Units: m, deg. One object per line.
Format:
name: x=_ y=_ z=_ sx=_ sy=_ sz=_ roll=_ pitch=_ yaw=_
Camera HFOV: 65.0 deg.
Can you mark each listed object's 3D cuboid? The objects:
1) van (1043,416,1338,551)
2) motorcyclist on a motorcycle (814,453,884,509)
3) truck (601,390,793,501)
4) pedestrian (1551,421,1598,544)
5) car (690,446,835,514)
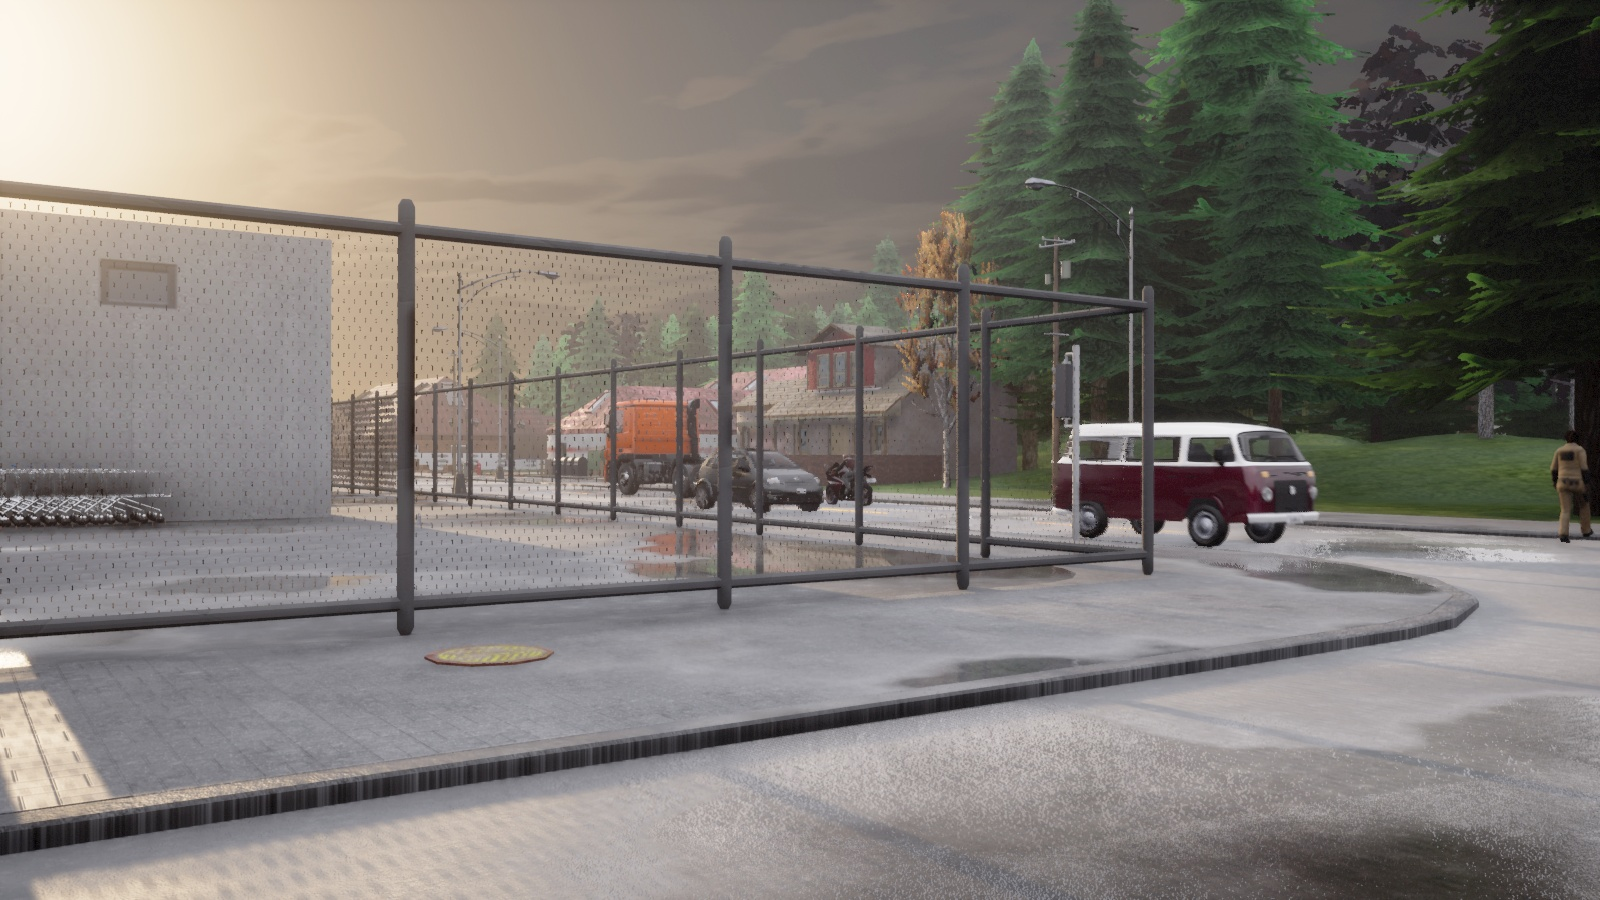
van: x=6.511 y=0.507 z=21.405 sx=2.069 sy=2.038 sz=4.480 roll=0 pitch=0 yaw=-35
motorcyclist on a motorcycle: x=1.377 y=0.865 z=35.853 sx=0.866 sy=1.530 sz=2.191 roll=0 pitch=0 yaw=-35
truck: x=-3.727 y=-0.123 z=43.236 sx=2.891 sy=3.462 sz=7.936 roll=0 pitch=0 yaw=-36
pedestrian: x=12.373 y=0.504 z=20.064 sx=0.692 sy=1.930 sz=0.396 roll=0 pitch=0 yaw=-35
car: x=-1.020 y=0.724 z=32.287 sx=1.851 sy=1.617 sz=3.988 roll=0 pitch=0 yaw=-35
